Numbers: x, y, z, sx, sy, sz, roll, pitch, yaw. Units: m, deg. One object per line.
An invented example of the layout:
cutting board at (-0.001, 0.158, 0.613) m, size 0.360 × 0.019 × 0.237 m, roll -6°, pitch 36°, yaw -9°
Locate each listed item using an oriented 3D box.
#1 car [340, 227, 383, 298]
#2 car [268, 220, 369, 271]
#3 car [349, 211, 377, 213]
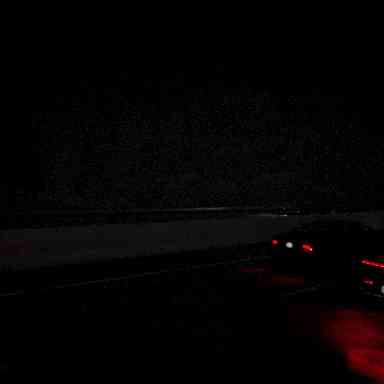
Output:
car at (5.714, 1.596, 7.578) m, size 4.892 × 1.490 × 1.837 m, roll 0°, pitch 0°, yaw -34°
car at (5.029, 1.662, 11.342) m, size 5.357 × 1.411 × 2.033 m, roll 1°, pitch -1°, yaw -33°
car at (16.887, 1.889, 30.466) m, size 4.181 × 1.385 × 1.994 m, roll 1°, pitch -1°, yaw -27°
